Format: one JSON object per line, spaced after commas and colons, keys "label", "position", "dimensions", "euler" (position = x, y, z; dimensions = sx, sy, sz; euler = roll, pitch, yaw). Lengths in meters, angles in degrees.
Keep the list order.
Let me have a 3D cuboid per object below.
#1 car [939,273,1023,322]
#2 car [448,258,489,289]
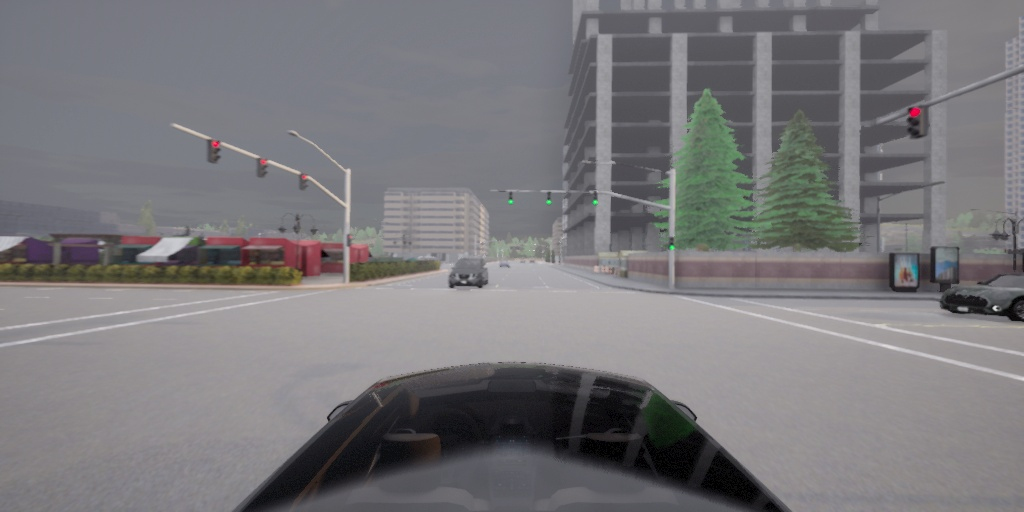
{"label": "car", "position": [18.909, 1.405, 13.175], "dimensions": [4.553, 1.767, 2.097], "euler": [1, 0, 2]}
{"label": "car", "position": [-2.822, 1.169, 24.373], "dimensions": [2.150, 2.045, 5.566], "euler": [1, 1, 2]}
